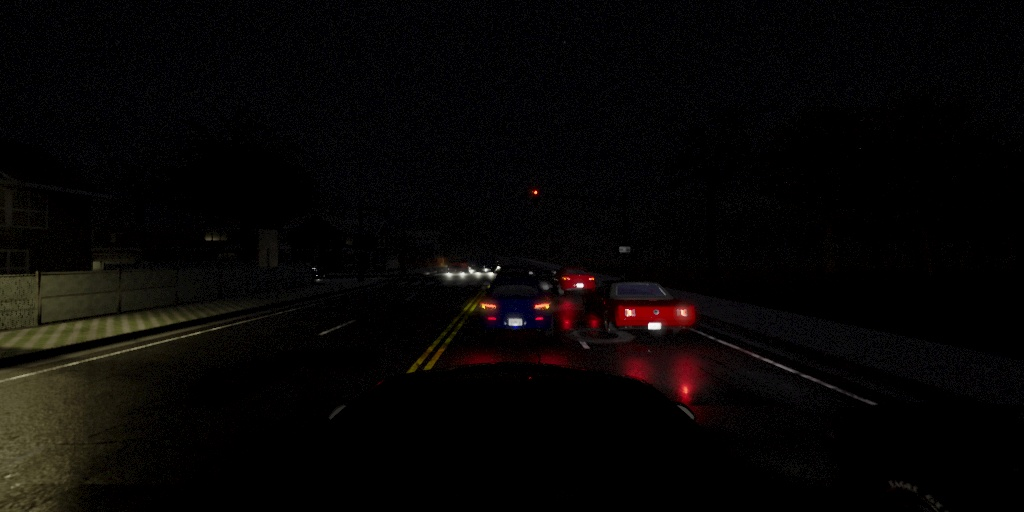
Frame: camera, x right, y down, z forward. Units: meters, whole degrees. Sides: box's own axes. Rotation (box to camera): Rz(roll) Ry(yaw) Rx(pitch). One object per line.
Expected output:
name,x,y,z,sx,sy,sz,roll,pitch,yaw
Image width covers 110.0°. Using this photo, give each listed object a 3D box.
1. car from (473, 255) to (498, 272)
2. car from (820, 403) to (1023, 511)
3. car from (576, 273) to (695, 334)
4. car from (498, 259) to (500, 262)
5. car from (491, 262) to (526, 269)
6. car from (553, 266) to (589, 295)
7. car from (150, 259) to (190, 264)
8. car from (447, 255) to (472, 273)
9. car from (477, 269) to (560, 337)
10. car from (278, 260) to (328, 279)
car,-3.301,0.943,46.071,2.150,2.045,5.566,0,0,1
car,3.348,1.351,0.631,1.895,1.301,4.718,0,0,0
car,3.342,1.347,10.582,1.895,1.301,4.718,0,0,0
car,-3.298,1.256,56.315,2.033,1.411,5.357,0,0,0
car,0.071,1.247,19.364,1.837,1.490,4.892,0,0,0
car,3.323,1.268,19.690,1.812,1.442,4.674,0,0,0
car,-28.436,1.136,30.444,4.553,1.767,2.097,0,0,0
car,-6.564,1.076,43.937,2.097,1.767,4.553,0,0,0
car,0.089,1.272,10.102,1.812,1.442,4.674,0,0,0
car,-18.192,1.118,30.416,4.553,1.767,2.097,0,0,0
